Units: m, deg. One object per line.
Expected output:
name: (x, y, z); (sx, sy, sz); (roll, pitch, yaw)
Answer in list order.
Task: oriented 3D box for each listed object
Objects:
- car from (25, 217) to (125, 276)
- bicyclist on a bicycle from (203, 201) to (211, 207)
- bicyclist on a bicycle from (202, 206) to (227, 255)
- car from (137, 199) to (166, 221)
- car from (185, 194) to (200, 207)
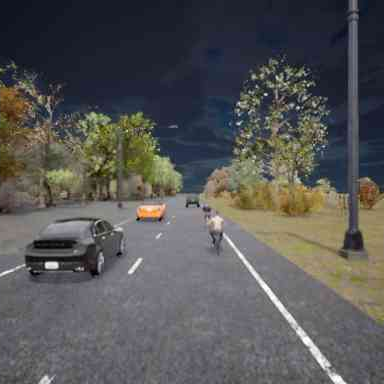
car: (-3.399, 1.541, 10.482); (1.837, 1.490, 4.892); (0, 0, 0)
bicyclist on a bicycle: (0.971, 1.445, 21.559); (0.659, 1.776, 1.843); (0, 0, 0)
bicyclist on a bicycle: (0.943, 1.480, 12.542); (0.866, 1.612, 1.509); (0, 0, 0)
car: (-3.395, 1.451, 28.660); (2.097, 1.767, 4.553); (0, 0, 0)
car: (0.112, 1.413, 54.959); (2.150, 2.045, 5.566); (0, 0, 0)
